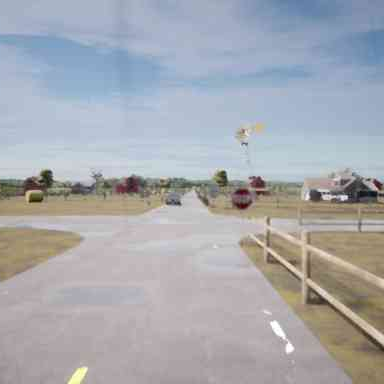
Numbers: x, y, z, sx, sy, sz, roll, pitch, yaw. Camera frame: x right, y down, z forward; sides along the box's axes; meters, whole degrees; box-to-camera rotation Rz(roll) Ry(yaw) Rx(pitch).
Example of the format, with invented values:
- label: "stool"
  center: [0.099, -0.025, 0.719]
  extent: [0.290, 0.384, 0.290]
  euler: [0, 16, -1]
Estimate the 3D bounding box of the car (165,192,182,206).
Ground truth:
- label: "car"
  center: [-2.720, 1.128, 49.991]
  extent: [2.150, 2.045, 5.566]
  euler: [0, 2, 0]
